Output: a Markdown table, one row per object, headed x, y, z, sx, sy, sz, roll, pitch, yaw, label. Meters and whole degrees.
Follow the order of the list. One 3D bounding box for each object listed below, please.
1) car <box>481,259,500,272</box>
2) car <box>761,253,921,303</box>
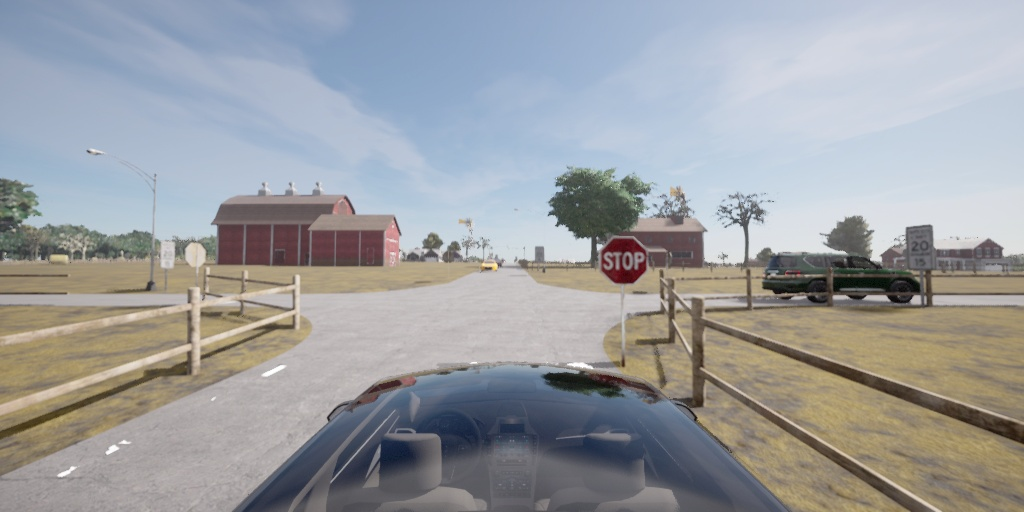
| x | y | z | sx | sy | sz | roll | pitch | yaw | label |
| --- | --- | --- | --- | --- | --- | --- | --- | --- | --- |
| -2.883 | 1.257 | 46.066 | 1.882 | 1.535 | 5.008 | 0 | 0 | 0 | car |
| 13.904 | 0.921 | 15.413 | 5.566 | 2.045 | 2.150 | 0 | -2 | 0 | car |
